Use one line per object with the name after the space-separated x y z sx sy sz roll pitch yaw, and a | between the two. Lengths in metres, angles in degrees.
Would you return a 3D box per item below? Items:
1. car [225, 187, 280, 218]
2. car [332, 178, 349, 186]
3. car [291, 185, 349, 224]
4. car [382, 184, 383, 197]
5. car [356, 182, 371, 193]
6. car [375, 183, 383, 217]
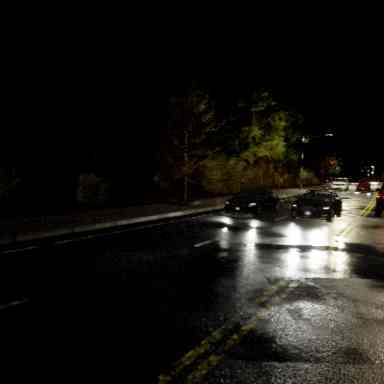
3.494 0.473 18.389 1.812 1.442 4.674 4 4 32 | car
23.450 -1.206 52.482 2.150 2.045 5.566 4 4 29 | car
6.580 0.622 17.207 2.128 1.511 4.902 4 4 32 | car
25.069 -0.178 41.670 2.033 1.411 5.357 4 4 29 | car
26.563 -0.789 51.444 1.882 1.535 5.008 4 4 29 | car
12.213 0.392 19.695 2.150 2.045 5.566 4 4 31 | car
